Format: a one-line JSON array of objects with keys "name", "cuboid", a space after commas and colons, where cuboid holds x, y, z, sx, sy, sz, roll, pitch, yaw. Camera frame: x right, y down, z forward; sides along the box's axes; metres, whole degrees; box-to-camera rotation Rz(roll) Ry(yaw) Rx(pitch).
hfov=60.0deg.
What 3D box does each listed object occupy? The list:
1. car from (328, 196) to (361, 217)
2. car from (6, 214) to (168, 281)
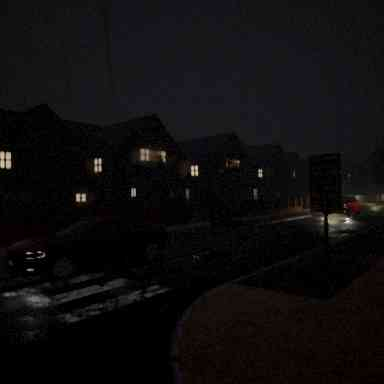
[{"name": "car", "cuboid": [13.288, 1.168, 29.334, 2.097, 1.767, 4.553, -2, -1, 40]}, {"name": "car", "cuboid": [-2.939, 1.487, 10.251, 1.882, 1.535, 5.008, -2, -1, 40]}]
